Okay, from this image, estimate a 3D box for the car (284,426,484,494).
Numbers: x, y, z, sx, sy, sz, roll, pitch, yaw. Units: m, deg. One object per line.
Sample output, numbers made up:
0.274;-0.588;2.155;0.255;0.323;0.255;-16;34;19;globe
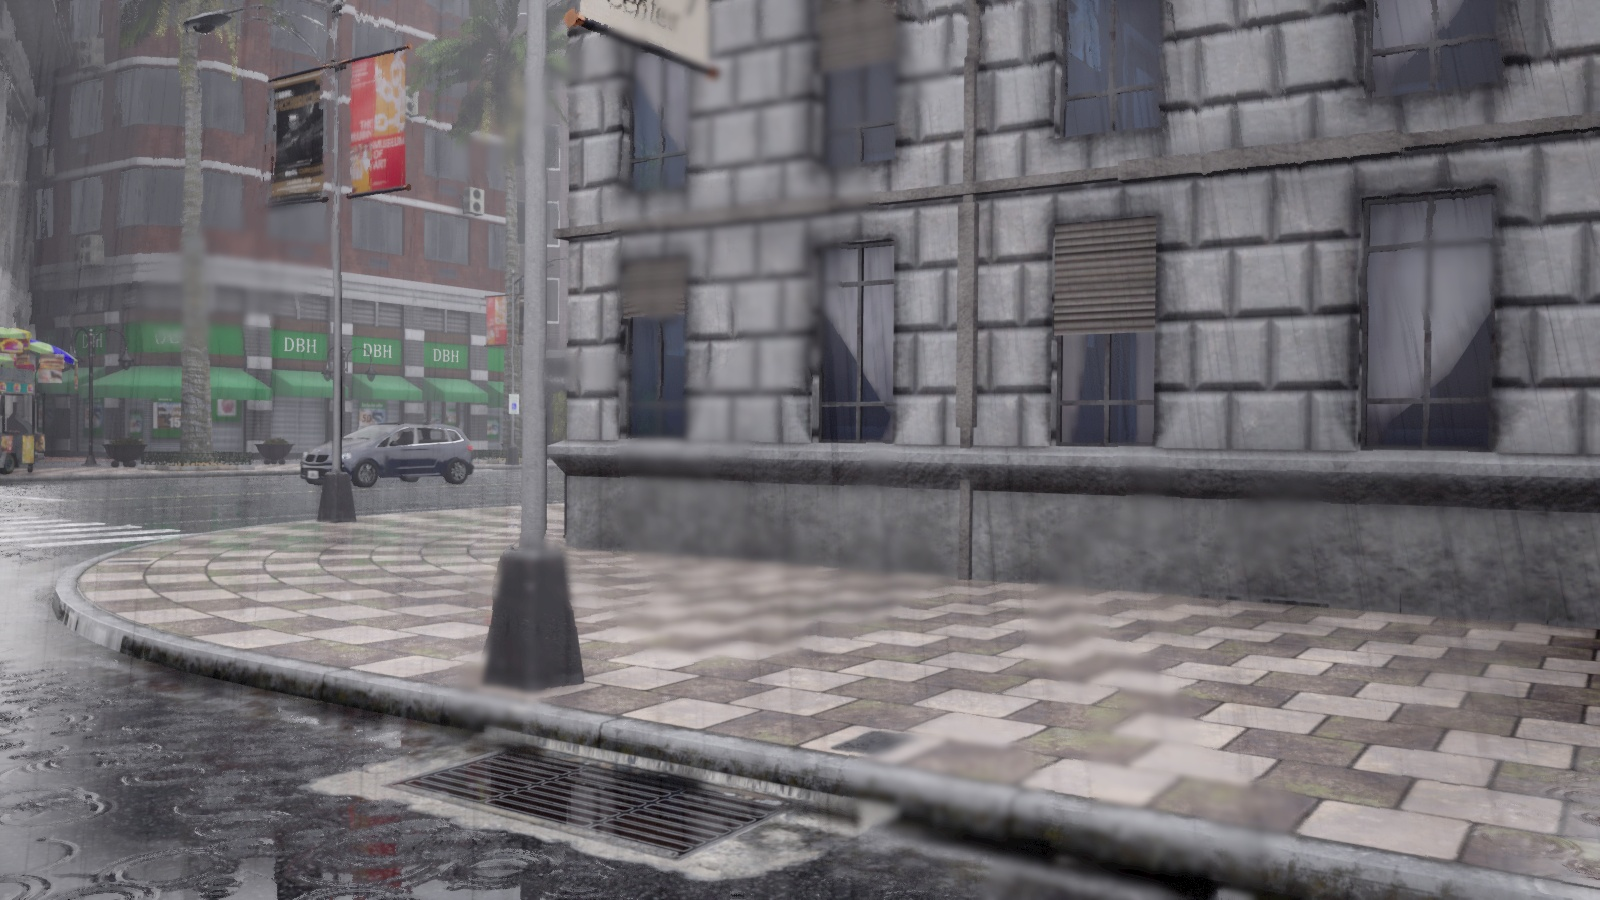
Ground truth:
-10.907;0.221;33.264;2.242;1.667;4.611;0;1;34;car
